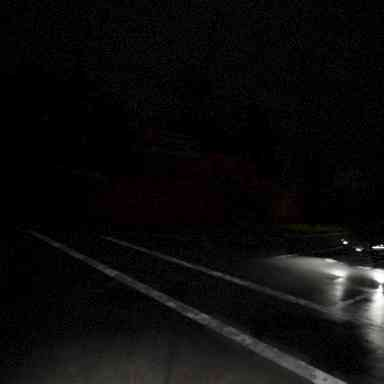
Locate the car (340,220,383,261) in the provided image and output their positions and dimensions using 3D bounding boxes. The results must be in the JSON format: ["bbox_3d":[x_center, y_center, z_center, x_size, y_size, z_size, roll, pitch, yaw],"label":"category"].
[{"bbox_3d":[7.843,1.919,13.535,4.892,1.490,1.837,3,0,-41],"label":"car"}]
